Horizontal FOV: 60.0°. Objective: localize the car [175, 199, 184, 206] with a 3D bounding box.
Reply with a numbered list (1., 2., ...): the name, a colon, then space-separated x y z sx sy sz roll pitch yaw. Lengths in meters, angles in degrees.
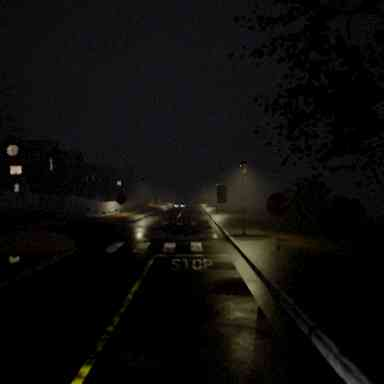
1. car: -2.791 2.306 74.266 2.033 1.411 5.357 0 -1 0
